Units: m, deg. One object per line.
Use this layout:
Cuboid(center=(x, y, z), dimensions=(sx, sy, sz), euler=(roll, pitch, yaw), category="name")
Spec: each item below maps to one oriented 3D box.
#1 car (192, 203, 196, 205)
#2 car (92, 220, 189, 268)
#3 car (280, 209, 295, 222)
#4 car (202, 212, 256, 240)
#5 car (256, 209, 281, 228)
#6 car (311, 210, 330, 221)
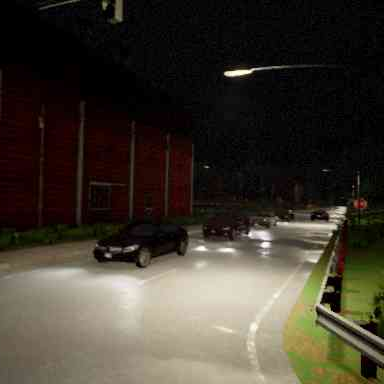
Cuboid(center=(0.055, 3.446, 83.483), dimensions=(1.784, 1.438, 3.905), euler=(1, -1, 25), category="car")
Cuboid(center=(-1.693, 1.804, 12.645), dimensions=(1.812, 1.442, 4.674), euler=(1, -1, 25), category="car")
Cuboid(center=(10.860, 2.706, 39.130), dimensions=(2.033, 1.411, 5.357), euler=(1, -1, 26), category="car")
Cuboid(center=(2.284, 2.036, 21.096), dimensions=(1.882, 1.535, 5.008), euler=(1, -1, 25), category="car")
Cuboid(center=(6.263, 2.439, 29.499), dimensions=(1.895, 1.301, 4.718), euler=(1, -1, 25), category="car")
Cuboid(center=(15.996, 2.891, 41.516), dimensions=(1.994, 1.385, 4.181), euler=(1, -1, 26), category="car")
